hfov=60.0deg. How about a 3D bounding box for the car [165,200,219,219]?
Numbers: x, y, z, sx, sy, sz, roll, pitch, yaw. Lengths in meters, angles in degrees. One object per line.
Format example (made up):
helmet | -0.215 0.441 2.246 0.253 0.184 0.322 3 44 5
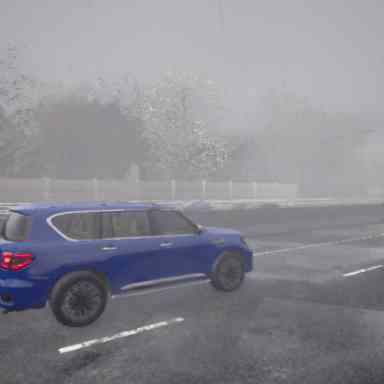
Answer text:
car | 0.068 1.528 29.761 4.674 1.442 1.812 0 0 -35

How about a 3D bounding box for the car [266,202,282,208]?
car | 4.997 1.510 24.664 4.892 1.490 1.837 1 0 -35

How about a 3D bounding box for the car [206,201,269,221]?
car | 3.899 1.552 28.167 5.357 1.411 2.033 0 0 -35

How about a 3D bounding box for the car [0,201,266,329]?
car | -1.178 1.221 7.208 5.566 2.045 2.150 0 0 -35
